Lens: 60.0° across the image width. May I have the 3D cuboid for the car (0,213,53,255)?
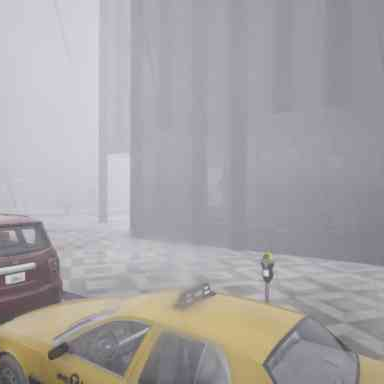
[{"bbox_3d":[-4.461,1.314,6.148,5.009,1.841,2.192,0,0,36],"label":"car"}]

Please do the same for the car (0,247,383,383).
[{"bbox_3d":[-0.185,1.525,3.093,4.829,1.417,1.752,0,0,36],"label":"car"}]
